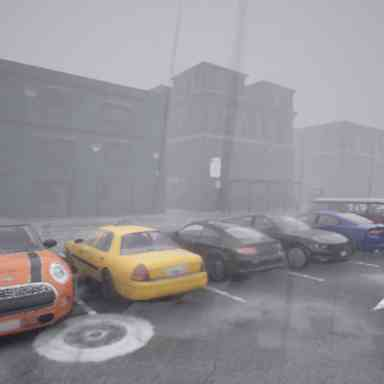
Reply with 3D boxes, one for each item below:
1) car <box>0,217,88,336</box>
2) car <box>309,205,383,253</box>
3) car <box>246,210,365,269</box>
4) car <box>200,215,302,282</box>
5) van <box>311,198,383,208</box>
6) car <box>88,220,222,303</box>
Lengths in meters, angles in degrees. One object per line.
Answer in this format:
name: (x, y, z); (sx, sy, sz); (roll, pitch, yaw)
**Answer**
car: (-3.958, 1.355, 6.662); (2.185, 1.767, 4.553); (0, 0, -36)
car: (5.126, 1.480, 13.098); (2.097, 1.535, 5.008); (0, 0, -36)
car: (2.854, 1.481, 11.491); (2.097, 1.535, 5.008); (0, 0, -36)
car: (0.592, 1.522, 9.867); (2.002, 1.452, 4.674); (0, 0, -36)
van: (7.456, 1.253, 14.624); (1.878, 1.987, 4.442); (0, 0, -36)
car: (-1.782, 1.478, 8.404); (1.946, 1.575, 5.366); (0, 0, -36)
